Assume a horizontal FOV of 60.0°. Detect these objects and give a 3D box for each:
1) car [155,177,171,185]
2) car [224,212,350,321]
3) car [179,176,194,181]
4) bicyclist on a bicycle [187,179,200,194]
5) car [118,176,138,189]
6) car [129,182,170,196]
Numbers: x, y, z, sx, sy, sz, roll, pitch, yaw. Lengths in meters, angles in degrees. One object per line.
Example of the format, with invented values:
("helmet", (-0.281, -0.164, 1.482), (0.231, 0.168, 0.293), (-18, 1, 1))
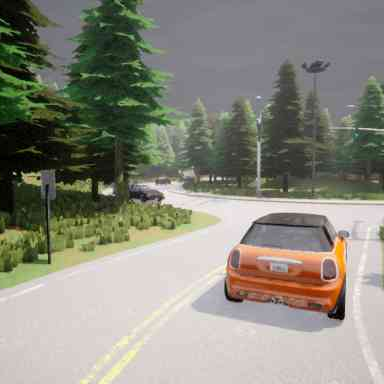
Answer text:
("car", (-5.175, -2.038, 60.232), (1.882, 1.535, 5.008), (0, 4, 10))
("car", (2.367, 1.241, 7.555), (2.097, 1.767, 4.553), (2, 2, 25))
("car", (-0.827, -2.771, 71.144), (1.812, 1.442, 4.674), (3, 5, 35))
("bicyclist on a bicycle", (0.158, -0.641, 37.300), (1.656, 1.620, 0.582), (-3, 5, -28))
("car", (-9.499, -1.431, 49.981), (2.097, 1.767, 4.553), (0, 4, 0))
("car", (-4.523, 0.080, 30.795), (2.033, 1.411, 5.357), (-3, 5, -35))
